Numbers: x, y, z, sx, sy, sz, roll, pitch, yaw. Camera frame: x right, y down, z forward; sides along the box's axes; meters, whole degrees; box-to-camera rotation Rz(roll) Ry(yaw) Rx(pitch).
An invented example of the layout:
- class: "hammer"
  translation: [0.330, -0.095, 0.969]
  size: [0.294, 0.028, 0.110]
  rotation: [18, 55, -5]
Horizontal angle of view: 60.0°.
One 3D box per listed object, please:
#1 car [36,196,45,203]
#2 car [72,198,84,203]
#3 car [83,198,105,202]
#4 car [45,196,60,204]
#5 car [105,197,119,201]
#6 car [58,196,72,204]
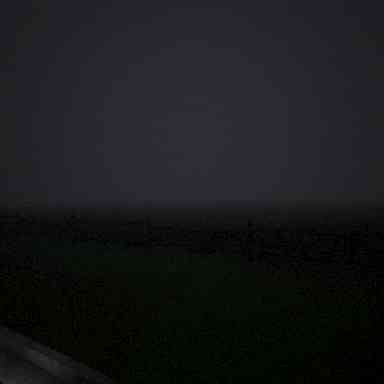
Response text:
- class: "car"
  translation: [-37.412, 2.021, 85.153]
  size: [2.150, 2.045, 5.566]
  rotation: [-1, 0, 11]
- class: "car"
  translation: [-27.112, 2.183, 83.101]
  size: [1.882, 1.535, 5.008]
  rotation: [-1, 0, 11]
- class: "car"
  translation: [-23.912, 2.257, 81.230]
  size: [1.895, 1.301, 4.718]
  rotation: [-1, 0, 11]
- class: "car"
  translation: [-33.977, 1.991, 84.479]
  size: [2.150, 2.045, 5.566]
  rotation: [-1, 0, 11]
- class: "car"
  translation: [-21.673, 2.053, 92.654]
  size: [1.882, 1.535, 5.008]
  rotation: [-1, 0, 11]
- class: "car"
  translation: [-30.700, 2.336, 82.986]
  size: [1.895, 1.301, 4.718]
  rotation: [-1, 0, 11]
